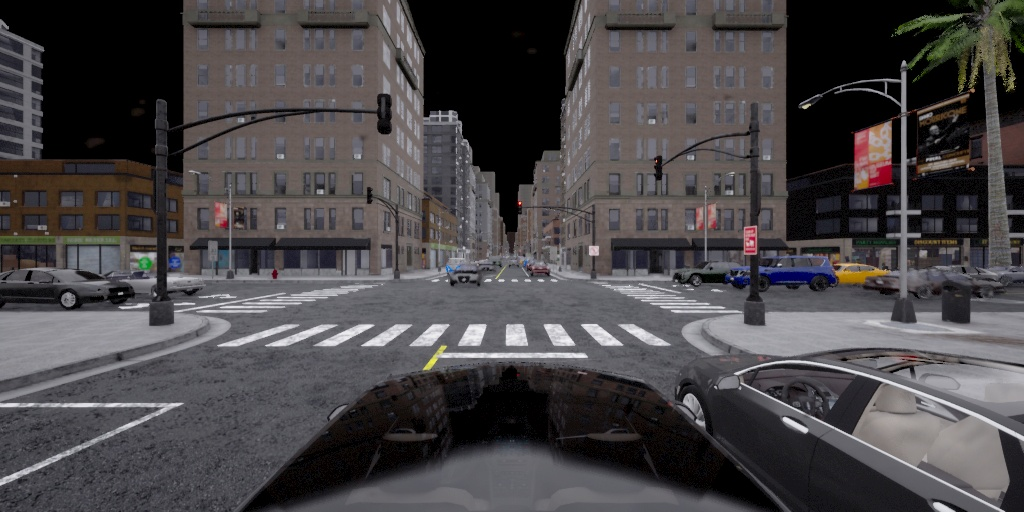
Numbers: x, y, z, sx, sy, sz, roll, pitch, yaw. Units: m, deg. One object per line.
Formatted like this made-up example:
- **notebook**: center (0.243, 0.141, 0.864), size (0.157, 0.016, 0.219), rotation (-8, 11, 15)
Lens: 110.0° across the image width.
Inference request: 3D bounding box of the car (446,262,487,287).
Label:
- **car**: center (-3.029, 1.315, 24.707), size (1.994, 1.385, 4.181), rotation (0, 0, 0)

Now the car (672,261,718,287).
- **car**: center (13.400, 1.116, 24.330), size (4.553, 1.767, 2.097), rotation (0, 0, 0)

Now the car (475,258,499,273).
- **car**: center (-2.945, 1.317, 42.904), size (1.994, 1.385, 4.181), rotation (0, 0, 0)

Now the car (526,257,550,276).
- **car**: center (2.799, 1.192, 36.997), size (1.967, 1.591, 4.097), rotation (0, 0, 0)

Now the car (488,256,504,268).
- **car**: center (-2.863, 0.971, 60.560), size (2.150, 2.045, 5.566), rotation (0, 1, 0)

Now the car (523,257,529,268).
- **car**: center (2.844, 1.193, 48.335), size (1.967, 1.591, 4.097), rotation (0, 0, 0)

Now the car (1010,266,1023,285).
- **car**: center (33.464, 1.364, 24.441), size (4.181, 1.385, 1.994), rotation (0, 0, 0)

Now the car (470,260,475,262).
- **car**: center (-5.704, 1.193, 42.698), size (1.967, 1.591, 4.097), rotation (0, 0, 0)

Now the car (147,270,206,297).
- **car**: center (-17.907, 1.324, 17.451), size (4.718, 1.301, 1.895), rotation (0, 0, 0)

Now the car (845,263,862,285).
- **car**: center (22.614, 1.257, 24.382), size (5.008, 1.535, 1.882), rotation (0, 0, 0)

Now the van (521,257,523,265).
- **van**: center (2.890, 1.094, 59.674), size (1.690, 1.789, 3.998), rotation (0, 0, 0)

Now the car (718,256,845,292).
- **car**: center (15.704, 0.993, 21.093), size (5.566, 2.045, 2.150), rotation (0, 0, 0)

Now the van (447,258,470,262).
- **van**: center (-5.727, 1.093, 37.030), size (1.690, 1.789, 3.998), rotation (0, 0, 0)

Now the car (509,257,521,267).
- **car**: center (0.343, 1.300, 65.108), size (2.033, 1.411, 5.357), rotation (0, 0, 1)

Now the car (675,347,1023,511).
- **car**: center (2.668, 1.300, 2.347), size (2.007, 1.370, 4.403), rotation (0, 0, 0)

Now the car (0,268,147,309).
- **car**: center (-17.946, 1.232, 14.201), size (4.892, 1.490, 1.837), rotation (0, 0, 0)

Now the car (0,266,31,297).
- **car**: center (-26.893, 1.236, 17.401), size (4.674, 1.442, 1.812), rotation (0, 0, 0)

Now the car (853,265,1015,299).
- **car**: center (20.543, 1.332, 17.627), size (5.357, 1.411, 2.033), rotation (0, 0, -1)
